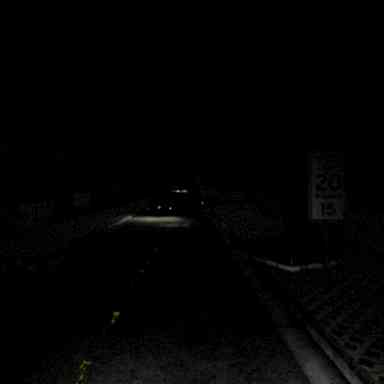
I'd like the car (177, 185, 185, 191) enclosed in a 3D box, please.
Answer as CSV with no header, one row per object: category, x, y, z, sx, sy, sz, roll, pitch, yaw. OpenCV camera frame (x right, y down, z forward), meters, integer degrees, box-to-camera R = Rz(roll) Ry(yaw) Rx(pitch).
car,-2.735,-1.080,85.094,1.837,1.490,4.892,0,3,0

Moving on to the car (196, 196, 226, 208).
car,2.177,1.080,37.313,1.994,1.385,4.181,1,2,31

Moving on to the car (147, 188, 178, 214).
car,-2.745,0.882,30.511,2.150,2.045,5.566,0,1,0
